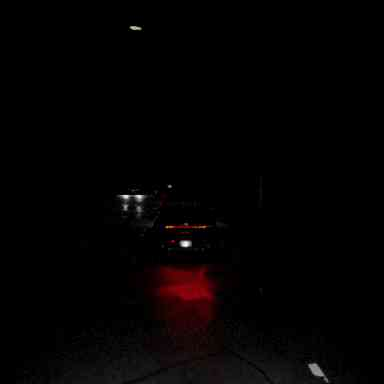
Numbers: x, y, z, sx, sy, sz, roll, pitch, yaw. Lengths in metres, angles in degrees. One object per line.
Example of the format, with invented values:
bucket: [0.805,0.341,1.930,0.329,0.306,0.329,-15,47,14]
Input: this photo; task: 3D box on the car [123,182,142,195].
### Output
car: [-7.017,-0.438,39.213,1.837,1.490,4.892,0,2,-11]

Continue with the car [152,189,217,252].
car: [-0.271,0.922,11.083,1.837,1.490,4.892,0,4,-3]

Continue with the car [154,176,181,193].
car: [-2.396,-0.472,31.822,2.150,2.045,5.566,-1,2,-9]
